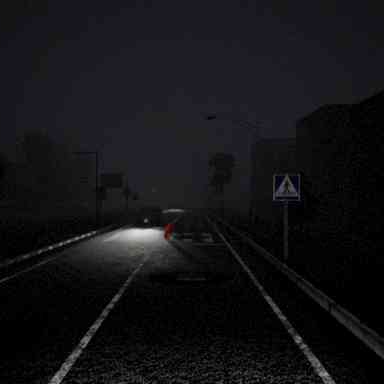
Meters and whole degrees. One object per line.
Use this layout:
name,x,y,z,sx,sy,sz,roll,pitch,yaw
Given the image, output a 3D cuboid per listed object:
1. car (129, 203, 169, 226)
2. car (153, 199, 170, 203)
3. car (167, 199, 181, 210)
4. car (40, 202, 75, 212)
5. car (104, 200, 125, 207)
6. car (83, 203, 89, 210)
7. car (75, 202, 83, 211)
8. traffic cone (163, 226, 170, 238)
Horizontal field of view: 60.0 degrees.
car,-3.323,1.864,26.466,2.128,1.511,4.902,0,-1,0
car,-8.646,3.324,94.265,4.892,1.521,2.231,0,-1,0
car,-3.127,2.707,65.181,2.128,1.511,4.902,0,-1,0
car,-21.862,2.448,53.368,4.674,1.452,2.002,0,-1,0
car,-21.735,3.252,91.543,5.008,1.535,2.097,0,-1,0
car,-21.849,2.551,59.917,5.008,1.535,2.097,0,-1,0
car,-21.849,2.481,56.644,4.892,1.521,2.231,0,-1,0
traffic cone,-1.369,2.138,17.774,0.340,0.580,0.340,0,-1,0
